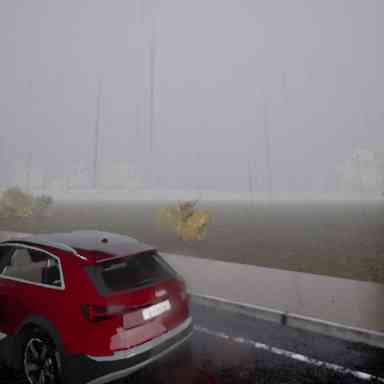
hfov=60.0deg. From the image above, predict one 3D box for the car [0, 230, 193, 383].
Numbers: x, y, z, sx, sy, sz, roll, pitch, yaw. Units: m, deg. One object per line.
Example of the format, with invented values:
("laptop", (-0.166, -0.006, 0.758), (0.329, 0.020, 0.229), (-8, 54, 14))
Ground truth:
("car", (-2.241, 1.425, 5.153), (4.856, 1.649, 2.033), (0, 0, 35))
